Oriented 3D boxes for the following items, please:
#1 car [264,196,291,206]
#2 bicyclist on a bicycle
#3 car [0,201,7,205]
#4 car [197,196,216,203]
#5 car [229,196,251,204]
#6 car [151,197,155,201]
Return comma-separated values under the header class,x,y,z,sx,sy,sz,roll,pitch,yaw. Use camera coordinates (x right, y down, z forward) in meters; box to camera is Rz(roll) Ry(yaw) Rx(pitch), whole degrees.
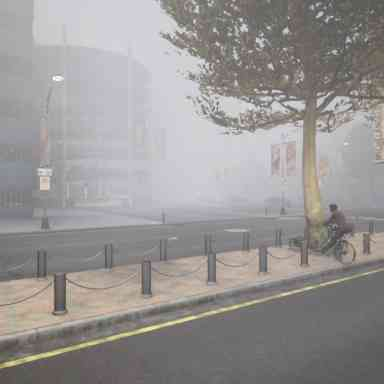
class,x,y,z,sx,sy,sz,roll,pitch,yaw
car,14.448,1.478,56.264,1.882,1.535,5.008,0,0,-34
bicyclist on a bicycle,4.198,1.199,9.890,0.582,1.620,1.656,0,13,-33
car,-20.489,1.320,32.171,4.674,1.452,2.002,0,0,-34
car,3.122,1.525,72.185,2.128,1.511,4.902,0,0,-44
car,9.237,1.478,64.071,1.882,1.535,5.008,0,0,-33
car,-12.000,1.595,85.264,4.718,1.301,1.895,0,0,13
